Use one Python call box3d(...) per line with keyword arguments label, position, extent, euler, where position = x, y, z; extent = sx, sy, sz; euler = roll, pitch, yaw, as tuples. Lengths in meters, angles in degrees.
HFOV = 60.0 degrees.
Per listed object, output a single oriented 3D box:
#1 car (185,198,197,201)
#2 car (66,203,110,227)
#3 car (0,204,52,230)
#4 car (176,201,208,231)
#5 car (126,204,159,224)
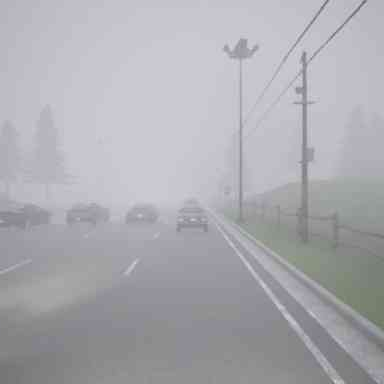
box3d(label="car", position=(-0.090, 1.453, 39.890), extent=(1.837, 1.490, 4.892), euler=(0, 0, 0))
box3d(label="car", position=(-7.009, 1.468, 22.847), extent=(2.128, 1.511, 4.902), euler=(0, 0, 0))
box3d(label="car", position=(-10.498, 1.460, 20.811), extent=(1.882, 1.535, 5.008), euler=(0, 0, 0))
box3d(label="car", position=(0.007, 1.521, 20.224), extent=(2.033, 1.411, 5.357), euler=(0, 0, 0))
box3d(label="car", position=(-3.513, 1.535, 24.186), extent=(1.994, 1.385, 4.181), euler=(0, 0, 0))
